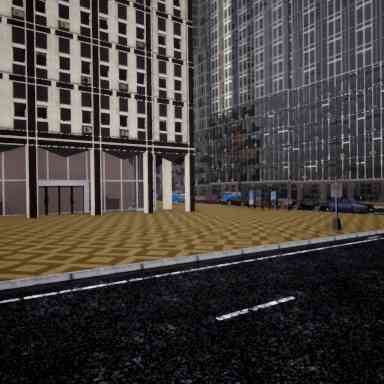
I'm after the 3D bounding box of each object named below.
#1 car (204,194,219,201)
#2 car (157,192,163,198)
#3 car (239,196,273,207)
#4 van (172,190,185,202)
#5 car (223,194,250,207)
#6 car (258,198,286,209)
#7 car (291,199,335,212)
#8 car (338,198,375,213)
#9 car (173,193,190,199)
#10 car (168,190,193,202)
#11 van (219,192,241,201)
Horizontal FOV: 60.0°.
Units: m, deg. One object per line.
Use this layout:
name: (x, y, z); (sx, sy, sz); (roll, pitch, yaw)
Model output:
car: (4.021, 1.041, 64.947); (1.802, 1.307, 4.206); (-1, 1, -34)
car: (-5.572, 0.613, 79.041); (2.192, 1.841, 5.009); (0, 1, -34)
car: (9.037, 1.314, 47.276); (1.895, 1.301, 4.718); (-1, 1, -34)
van: (-2.907, 0.936, 60.231); (1.690, 1.788, 3.998); (0, 1, -34)
car: (6.640, 1.318, 46.109); (1.947, 1.339, 4.313); (-1, 1, -34)
car: (9.789, 1.386, 41.378); (1.802, 1.307, 4.206); (-1, 1, -34)
car: (12.973, 1.422, 36.667); (1.947, 1.339, 4.313); (-1, 1, -34)
car: (16.710, 1.384, 35.997); (2.033, 1.411, 5.357); (-1, 1, -34)
car: (-2.374, 0.934, 74.345); (1.802, 1.307, 4.206); (0, 1, -34)
car: (-2.189, 0.738, 63.928); (2.150, 2.045, 5.566); (-1, 1, -34)
van: (7.218, 0.853, 60.245); (1.690, 1.788, 3.998); (-1, 1, -34)
